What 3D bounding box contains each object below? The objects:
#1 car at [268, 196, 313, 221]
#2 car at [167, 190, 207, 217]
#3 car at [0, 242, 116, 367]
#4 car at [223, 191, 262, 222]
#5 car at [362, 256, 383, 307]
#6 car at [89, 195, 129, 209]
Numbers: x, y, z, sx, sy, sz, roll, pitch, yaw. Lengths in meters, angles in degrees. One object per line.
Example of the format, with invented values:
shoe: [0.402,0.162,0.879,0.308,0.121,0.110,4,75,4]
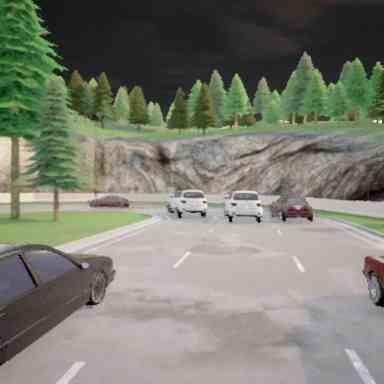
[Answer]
car: [6.989,1.072,24.089,2.097,1.767,4.553,0,1,-1]
car: [-0.475,0.873,26.947,2.150,2.045,5.566,1,1,-15]
car: [-2.898,1.471,4.824,2.033,1.411,5.357,0,1,8]
car: [3.518,0.933,23.737,2.150,2.045,5.566,1,1,1]
car: [4.140,1.557,4.699,1.895,1.301,4.718,0,1,8]
car: [-9.008,1.061,36.233,4.181,1.385,1.994,0,1,6]
